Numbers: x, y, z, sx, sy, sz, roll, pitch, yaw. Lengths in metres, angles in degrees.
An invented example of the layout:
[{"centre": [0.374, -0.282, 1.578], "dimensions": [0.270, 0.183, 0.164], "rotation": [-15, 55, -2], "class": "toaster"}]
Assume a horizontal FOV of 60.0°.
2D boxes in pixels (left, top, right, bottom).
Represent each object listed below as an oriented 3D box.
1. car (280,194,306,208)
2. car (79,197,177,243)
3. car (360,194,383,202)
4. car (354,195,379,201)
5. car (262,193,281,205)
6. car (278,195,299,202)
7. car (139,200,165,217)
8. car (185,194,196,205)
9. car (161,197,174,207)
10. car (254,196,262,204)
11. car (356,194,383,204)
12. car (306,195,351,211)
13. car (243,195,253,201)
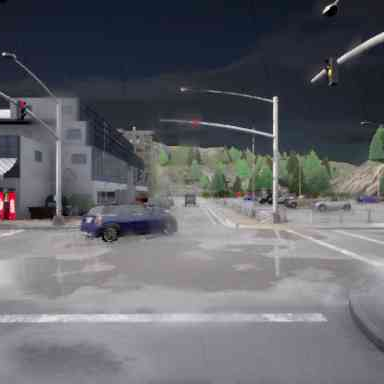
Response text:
[{"centre": [13.960, 1.168, 40.959], "dimensions": [5.027, 1.636, 2.152], "rotation": [0, 0, 0], "class": "car"}, {"centre": [-2.904, 1.277, 15.854], "dimensions": [4.553, 1.767, 2.097], "rotation": [-1, 0, -41], "class": "car"}, {"centre": [39.611, 1.343, 72.248], "dimensions": [5.027, 1.636, 2.152], "rotation": [0, 0, 0], "class": "car"}, {"centre": [39.542, 1.352, 75.384], "dimensions": [4.514, 1.523, 2.007], "rotation": [0, 0, 0], "class": "car"}, {"centre": [13.894, 1.090, 53.753], "dimensions": [3.866, 1.878, 1.905], "rotation": [0, 0, 0], "class": "car"}, {"centre": [20.944, 1.397, 72.299], "dimensions": [3.806, 1.475, 1.970], "rotation": [0, 0, 0], "class": "car"}, {"centre": [-3.755, 1.563, 32.046], "dimensions": [1.994, 1.385, 4.181], "rotation": [0, 0, 0], "class": "car"}, {"centre": [-0.291, 1.546, 58.011], "dimensions": [2.033, 1.411, 5.357], "rotation": [0, 0, 0], "class": "car"}, {"centre": [-3.838, 1.524, 52.327], "dimensions": [1.812, 1.442, 4.674], "rotation": [0, 0, -1], "class": "car"}, {"centre": [13.467, 1.111, 56.657], "dimensions": [4.605, 1.855, 1.932], "rotation": [0, 0, 0], "class": "car"}, {"centre": [31.998, 1.333, 60.363], "dimensions": [3.633, 1.501, 1.845], "rotation": [0, 0, 0], "class": "car"}, {"centre": [14.316, 1.246, 34.543], "dimensions": [3.806, 1.475, 1.970], "rotation": [0, 0, 0], "class": "car"}, {"centre": [13.509, 1.387, 75.241], "dimensions": [3.633, 1.501, 1.845], "rotation": [0, 0, 0], "class": "car"}]
